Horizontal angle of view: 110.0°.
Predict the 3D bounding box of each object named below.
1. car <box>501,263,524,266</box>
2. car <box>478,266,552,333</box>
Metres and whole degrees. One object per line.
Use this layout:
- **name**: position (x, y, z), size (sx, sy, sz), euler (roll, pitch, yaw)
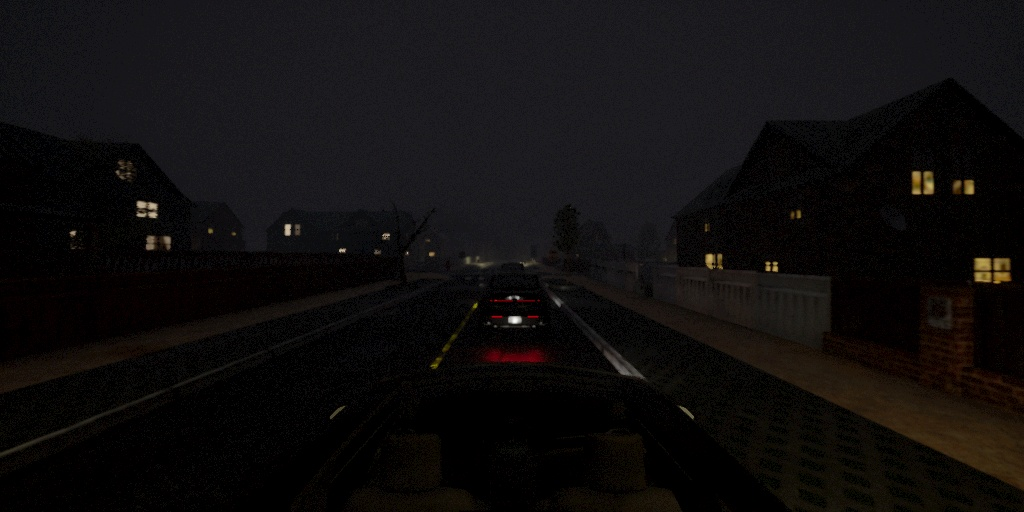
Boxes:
- **car**: position (0.031, 1.142, 21.387), size (1.837, 1.490, 4.892), euler (0, 0, 0)
- **car**: position (0.065, 1.199, 10.509), size (1.837, 1.490, 4.892), euler (0, 0, 0)
